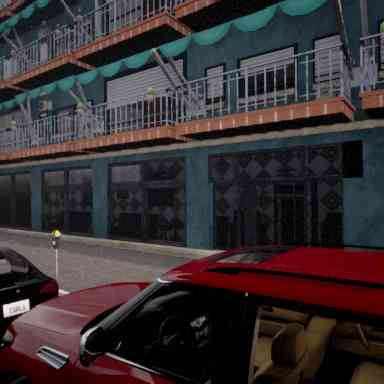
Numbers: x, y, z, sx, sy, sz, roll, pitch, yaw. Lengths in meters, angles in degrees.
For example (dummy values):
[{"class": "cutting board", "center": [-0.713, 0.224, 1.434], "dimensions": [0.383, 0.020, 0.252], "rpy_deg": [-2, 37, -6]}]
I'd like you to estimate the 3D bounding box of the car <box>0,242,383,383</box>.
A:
[{"class": "car", "center": [0.608, 1.315, 2.303], "dimensions": [5.009, 1.841, 2.192], "rpy_deg": [0, -1, 36]}]
